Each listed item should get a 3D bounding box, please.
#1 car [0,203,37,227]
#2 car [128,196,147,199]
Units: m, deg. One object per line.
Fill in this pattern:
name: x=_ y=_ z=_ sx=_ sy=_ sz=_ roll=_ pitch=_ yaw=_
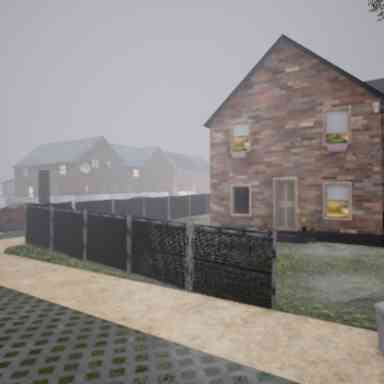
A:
car: x=-11.032 y=1.381 z=21.505 sx=1.994 sy=1.385 sz=4.181 roll=0 pitch=1 yaw=34
car: x=-5.065 y=1.088 z=30.488 sx=1.812 sy=1.442 sz=4.674 roll=0 pitch=1 yaw=34
